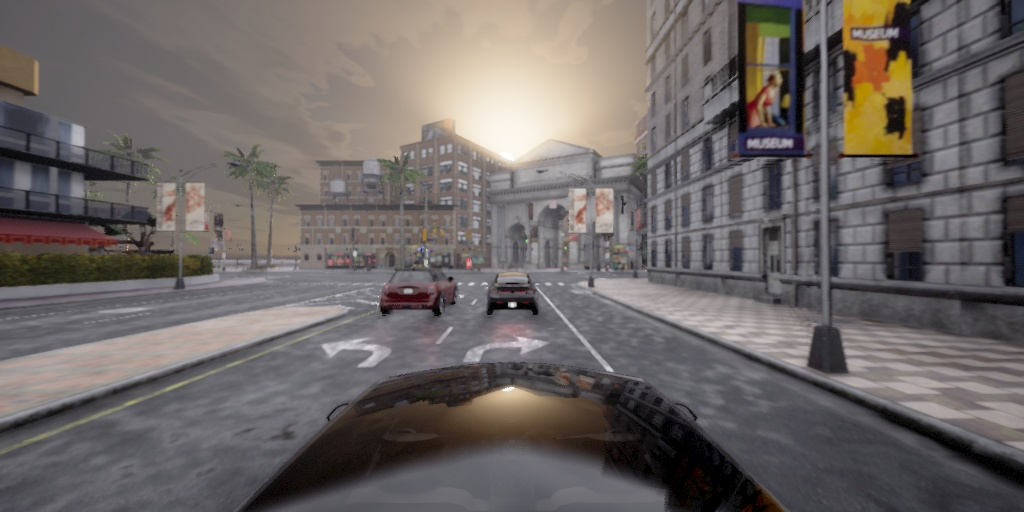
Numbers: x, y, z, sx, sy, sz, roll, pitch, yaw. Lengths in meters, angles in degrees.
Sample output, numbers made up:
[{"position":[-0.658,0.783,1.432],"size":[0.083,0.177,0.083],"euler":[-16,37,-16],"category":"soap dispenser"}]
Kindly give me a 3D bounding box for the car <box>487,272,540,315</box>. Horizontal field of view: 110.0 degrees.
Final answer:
[{"position":[0.039,1.373,14.274],"size":[1.837,1.490,4.892],"euler":[0,0,1],"category":"car"}]

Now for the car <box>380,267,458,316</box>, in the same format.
[{"position":[-3.461,1.217,14.157],"size":[2.097,1.767,4.553],"euler":[0,-1,1],"category":"car"}]
